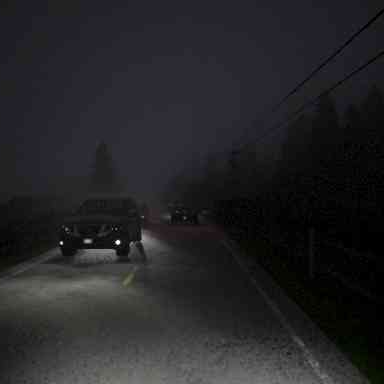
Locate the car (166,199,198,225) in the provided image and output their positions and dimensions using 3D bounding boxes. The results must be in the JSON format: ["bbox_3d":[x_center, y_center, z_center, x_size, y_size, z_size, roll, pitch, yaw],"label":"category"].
[{"bbox_3d":[-0.600,1.489,23.959,2.128,1.511,4.902,0,0,-3],"label":"car"}]

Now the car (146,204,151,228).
[{"bbox_3d":[-3.777,1.489,22.147,2.128,1.511,4.902,0,0,-3],"label":"car"}]

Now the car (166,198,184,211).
[{"bbox_3d":[-2.212,1.542,42.049,2.033,1.411,5.357,0,0,-6],"label":"car"}]

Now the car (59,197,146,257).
[{"bbox_3d":[-3.360,1.225,13.329,2.150,2.045,5.566,0,0,-1],"label":"car"}]
